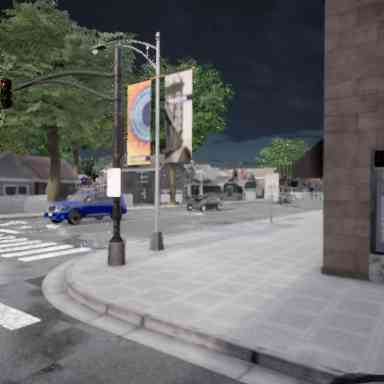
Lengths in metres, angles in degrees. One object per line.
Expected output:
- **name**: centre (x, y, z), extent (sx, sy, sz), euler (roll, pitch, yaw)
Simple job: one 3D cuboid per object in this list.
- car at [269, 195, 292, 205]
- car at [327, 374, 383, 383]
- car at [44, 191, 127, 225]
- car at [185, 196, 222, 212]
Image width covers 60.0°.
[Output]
- **car**: centre (13.408, 1.112, 50.239), extent (2.033, 1.411, 5.357), euler (1, 1, 36)
- **car**: centre (2.375, 1.578, 1.113), extent (4.313, 1.339, 1.947), euler (1, 0, 36)
- **car**: centre (-6.856, 0.972, 22.095), extent (2.150, 2.045, 5.566), euler (1, 1, 36)
- **car**: centre (1.273, 1.172, 33.453), extent (1.837, 1.490, 4.892), euler (1, 2, 36)
